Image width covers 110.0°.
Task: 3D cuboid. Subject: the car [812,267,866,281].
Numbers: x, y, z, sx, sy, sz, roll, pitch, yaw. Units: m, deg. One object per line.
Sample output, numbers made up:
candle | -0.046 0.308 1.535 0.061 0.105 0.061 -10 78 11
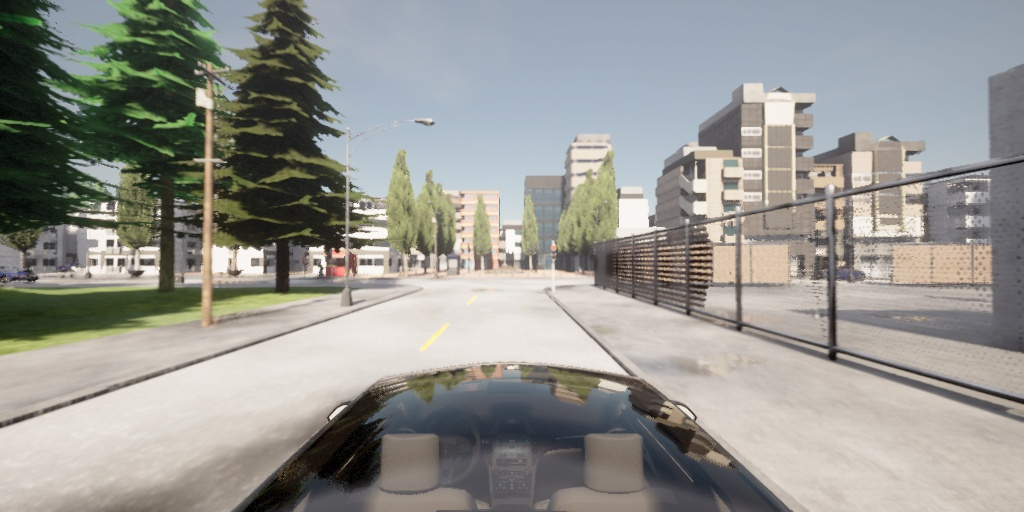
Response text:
car | 32.931 1.796 36.189 4.181 1.385 1.994 0 -1 1

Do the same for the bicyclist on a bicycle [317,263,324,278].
bicyclist on a bicycle | -21.564 1.640 40.392 0.582 1.620 1.656 0 -1 0

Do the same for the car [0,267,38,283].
car | -45.486 1.700 32.047 4.674 1.442 1.812 0 -1 1
